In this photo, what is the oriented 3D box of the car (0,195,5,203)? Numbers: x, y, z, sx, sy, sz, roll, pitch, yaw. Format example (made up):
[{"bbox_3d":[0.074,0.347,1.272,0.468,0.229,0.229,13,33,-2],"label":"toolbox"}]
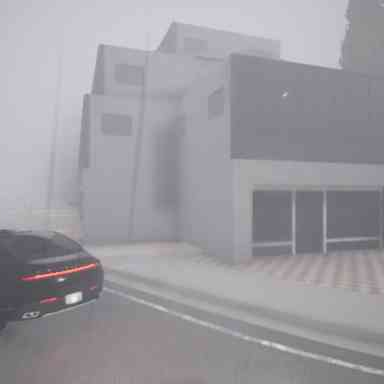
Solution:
[{"bbox_3d":[-39.470,1.286,66.072,2.150,2.045,5.566,0,0,-20],"label":"car"}]

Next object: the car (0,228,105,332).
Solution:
[{"bbox_3d":[-3.842,1.508,6.766,4.892,1.490,1.837,-2,-1,36],"label":"car"}]

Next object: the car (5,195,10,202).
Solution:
[{"bbox_3d":[-42.801,1.442,75.472,1.812,1.442,4.674,0,0,-20],"label":"car"}]

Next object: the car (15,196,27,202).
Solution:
[{"bbox_3d":[-39.630,1.653,76.999,1.994,1.385,4.181,0,0,-20],"label":"car"}]
